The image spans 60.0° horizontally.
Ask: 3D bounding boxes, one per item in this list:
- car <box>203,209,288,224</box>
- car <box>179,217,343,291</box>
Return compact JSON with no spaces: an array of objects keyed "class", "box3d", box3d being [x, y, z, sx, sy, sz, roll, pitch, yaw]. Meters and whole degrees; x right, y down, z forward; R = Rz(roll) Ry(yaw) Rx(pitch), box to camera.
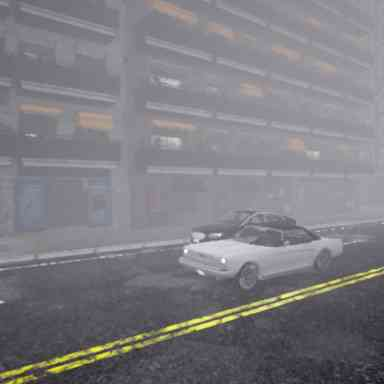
[{"class":"car","box3d":[2.163,1.460,13.211,4.902,1.511,2.128,0,0,-36]},{"class":"car","box3d":[2.013,1.578,9.109,4.718,1.301,1.895,0,0,-35]}]
